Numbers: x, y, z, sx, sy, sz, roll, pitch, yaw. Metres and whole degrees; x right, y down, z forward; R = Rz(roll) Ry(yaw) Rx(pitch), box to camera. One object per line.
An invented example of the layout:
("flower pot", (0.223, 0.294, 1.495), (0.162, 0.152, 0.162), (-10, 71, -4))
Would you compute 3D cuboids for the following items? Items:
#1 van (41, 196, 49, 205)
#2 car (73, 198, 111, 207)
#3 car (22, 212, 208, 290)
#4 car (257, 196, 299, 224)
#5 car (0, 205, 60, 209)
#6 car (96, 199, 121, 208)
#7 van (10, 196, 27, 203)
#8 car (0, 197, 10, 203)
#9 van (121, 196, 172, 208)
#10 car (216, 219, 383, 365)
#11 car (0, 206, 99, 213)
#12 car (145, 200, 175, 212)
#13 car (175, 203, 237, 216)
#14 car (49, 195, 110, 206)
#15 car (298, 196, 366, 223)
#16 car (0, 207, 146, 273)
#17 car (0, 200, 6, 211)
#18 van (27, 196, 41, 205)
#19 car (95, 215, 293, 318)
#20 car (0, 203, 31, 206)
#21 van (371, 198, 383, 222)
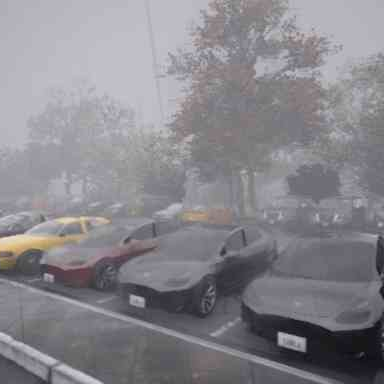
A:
("van", (-12.145, 1.348, 33.154), (1.878, 1.987, 4.442), (0, 0, 36))
("car", (-7.615, 1.557, 29.749), (2.097, 1.535, 5.008), (0, 0, 36))
("car", (-1.833, 1.540, 9.462), (2.163, 1.488, 4.792), (0, 0, 36))
("car", (5.872, 1.257, 20.033), (2.435, 2.045, 5.566), (0, 0, 36))
("car", (-8.584, 1.536, 14.340), (2.231, 1.521, 4.892), (0, 0, 36))
("car", (-5.362, 1.589, 28.135), (2.002, 1.452, 4.674), (0, 0, 36))
("van", (-16.787, 1.365, 36.201), (1.878, 1.987, 4.442), (-1, 0, 36))
("car", (-18.841, 1.625, 37.827), (2.097, 1.535, 5.008), (-1, -1, 36))
("van", (-3.146, 1.315, 26.689), (1.878, 1.987, 4.442), (0, 0, 36))
("car", (2.676, 1.524, 6.223), (2.163, 1.488, 4.792), (0, 0, 36))
("car", (-6.322, 1.528, 12.730), (2.231, 1.521, 4.892), (0, 0, 36))
("car", (-0.961, 1.573, 24.979), (2.002, 1.452, 4.674), (0, 0, 36))
("car", (1.385, 1.524, 23.284), (2.097, 1.535, 5.008), (0, 0, 36))
("car", (-9.979, 1.315, 31.420), (2.435, 2.045, 5.566), (0, 0, 36))
("car", (8.122, 1.249, 18.417), (2.435, 2.045, 5.566), (0, 0, 36))
("car", (-4.180, 1.516, 10.955), (1.946, 1.575, 5.366), (0, 0, 36))
("car", (-27.845, 1.837, 44.281), (2.231, 1.521, 4.892), (-1, -1, 36))
("van", (-14.293, 1.356, 34.697), (1.878, 1.987, 4.442), (0, 0, 36))
("car", (0.421, 1.532, 7.842), (2.163, 1.488, 4.792), (0, 0, 36))
("car", (-10.943, 1.540, 15.814), (1.946, 1.575, 5.366), (0, 0, 36))
("van", (10.319, 1.266, 16.729), (1.878, 1.987, 4.442), (0, 0, 36))
